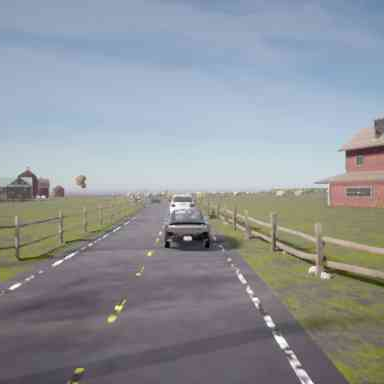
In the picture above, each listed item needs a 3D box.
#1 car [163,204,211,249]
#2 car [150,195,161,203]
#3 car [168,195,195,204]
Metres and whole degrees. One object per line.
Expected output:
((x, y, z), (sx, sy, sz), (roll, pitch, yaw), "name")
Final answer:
((-0.225, 1.499, 14.692), (2.128, 1.511, 4.902), (0, 0, -2), "car")
((-7.583, 1.496, 68.913), (2.097, 1.767, 4.553), (0, 0, -8), "car")
((-0.904, 1.274, 29.748), (2.150, 2.045, 5.566), (0, 0, -3), "car")
